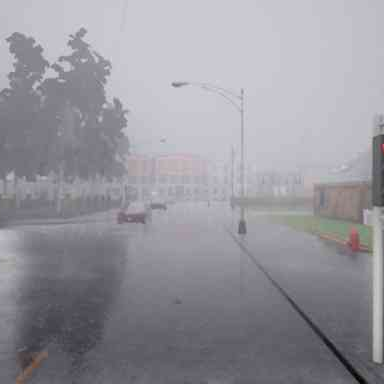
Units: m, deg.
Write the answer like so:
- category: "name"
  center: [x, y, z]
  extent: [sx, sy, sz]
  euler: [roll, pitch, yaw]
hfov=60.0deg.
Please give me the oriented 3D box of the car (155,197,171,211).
- category: "car"
  center: [-3.974, 1.479, 40.597]
  extent: [1.882, 1.535, 5.008]
  euler: [0, 0, 0]

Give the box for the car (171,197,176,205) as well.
- category: "car"
  center: [-3.829, 1.573, 57.791]
  extent: [2.033, 1.411, 5.357]
  euler: [0, 0, 0]

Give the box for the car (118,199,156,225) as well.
- category: "car"
  center: [-4.028, 1.478, 24.071]
  extent: [1.882, 1.535, 5.008]
  euler: [0, 0, 0]
